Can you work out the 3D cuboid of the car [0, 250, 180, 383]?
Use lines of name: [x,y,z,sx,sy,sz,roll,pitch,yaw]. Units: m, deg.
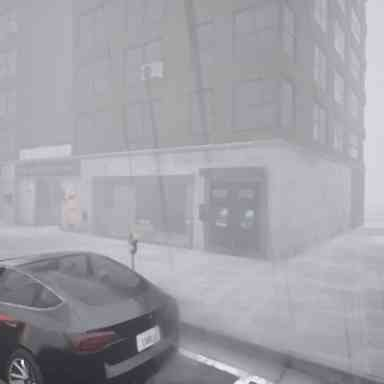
car: [-2.133,1.498,4.614,4.313,1.339,1.947,1,1,36]
